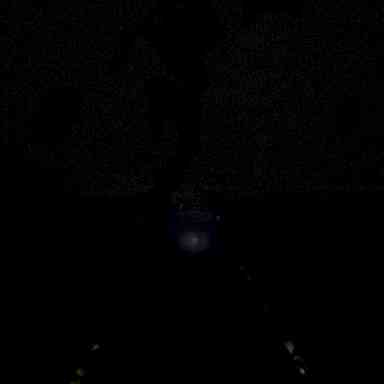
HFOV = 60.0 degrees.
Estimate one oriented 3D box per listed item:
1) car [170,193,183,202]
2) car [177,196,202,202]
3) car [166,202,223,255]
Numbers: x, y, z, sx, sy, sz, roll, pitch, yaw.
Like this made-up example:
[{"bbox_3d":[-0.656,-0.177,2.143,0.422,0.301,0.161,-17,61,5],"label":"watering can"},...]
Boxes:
[{"bbox_3d":[-2.550,0.933,57.459,1.812,1.442,4.674,0,1,1],"label":"car"},{"bbox_3d":[0.143,1.290,25.913,2.033,1.411,5.357,0,1,1],"label":"car"},{"bbox_3d":[0.100,1.352,12.708,1.882,1.535,5.008,0,0,1],"label":"car"}]
